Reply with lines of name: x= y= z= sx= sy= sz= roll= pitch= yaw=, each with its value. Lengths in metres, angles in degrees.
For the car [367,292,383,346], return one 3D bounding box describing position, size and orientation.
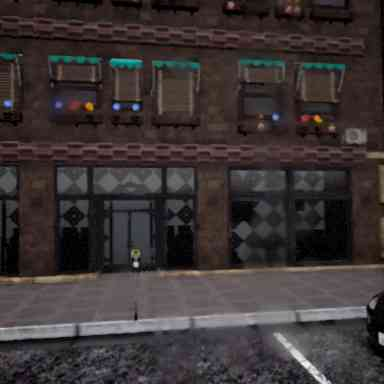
car: x=4.841 y=1.677 z=4.879 sx=4.313 sy=1.339 sz=1.947 roll=0 pitch=-2 yaw=-8
